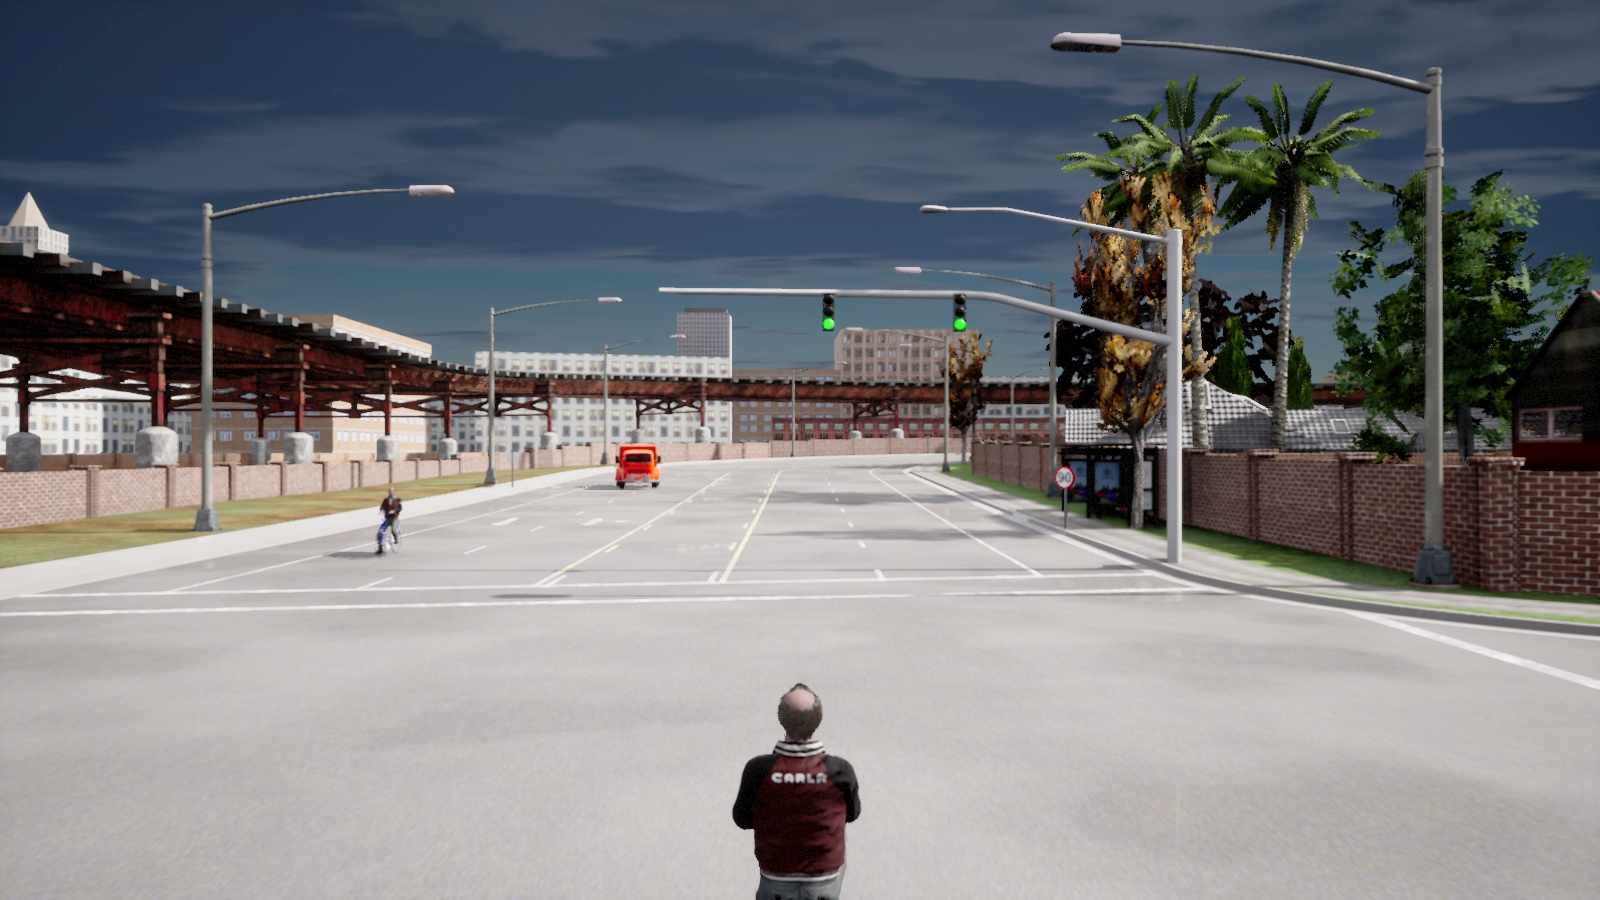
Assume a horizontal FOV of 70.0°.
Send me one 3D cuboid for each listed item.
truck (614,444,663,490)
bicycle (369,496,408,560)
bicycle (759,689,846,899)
[{"bbox_3d":[-9.231,0.931,65.052,2.627,2.467,5.204,0,1,-9],"label":"truck"},{"bbox_3d":[-10.482,1.957,29.125,0.329,1.496,1.835,0,0,0],"label":"bicycle"},{"bbox_3d":[0.013,2.043,5.248,0.329,1.496,1.835,0,0,0],"label":"bicycle"}]
